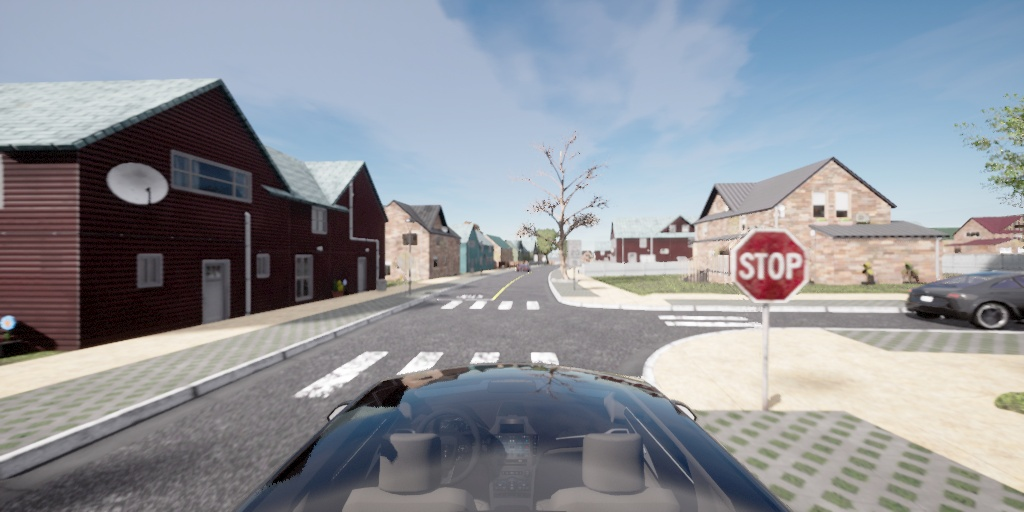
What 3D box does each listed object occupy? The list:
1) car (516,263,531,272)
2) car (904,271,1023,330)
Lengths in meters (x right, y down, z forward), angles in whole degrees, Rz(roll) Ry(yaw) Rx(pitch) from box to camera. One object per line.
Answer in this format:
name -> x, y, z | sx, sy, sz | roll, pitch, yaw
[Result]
car -> 1.943, 1.893, 57.870 | 1.994, 1.385, 4.181 | 0, -1, 9
car -> 13.201, 1.085, 9.278 | 4.181, 1.385, 1.994 | -1, 0, 13
